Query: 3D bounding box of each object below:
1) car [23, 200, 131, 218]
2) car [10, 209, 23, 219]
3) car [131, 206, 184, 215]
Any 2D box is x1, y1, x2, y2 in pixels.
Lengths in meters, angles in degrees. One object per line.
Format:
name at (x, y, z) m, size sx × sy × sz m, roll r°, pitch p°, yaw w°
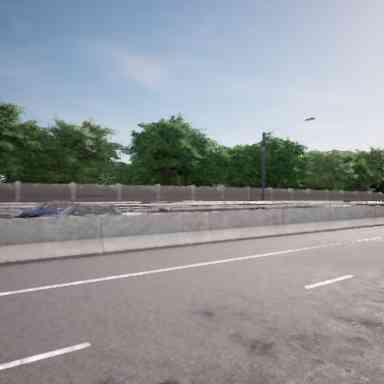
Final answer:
car at (-5.811, 1.388, 17.006) m, size 4.553 × 1.767 × 2.097 m, roll 0°, pitch 0°, yaw -35°
car at (-9.869, 1.388, 22.710) m, size 4.553 × 1.767 × 2.097 m, roll 0°, pitch 0°, yaw -35°
car at (-2.646, 1.683, 23.497) m, size 4.718 × 1.301 × 1.895 m, roll 1°, pitch 0°, yaw -35°
